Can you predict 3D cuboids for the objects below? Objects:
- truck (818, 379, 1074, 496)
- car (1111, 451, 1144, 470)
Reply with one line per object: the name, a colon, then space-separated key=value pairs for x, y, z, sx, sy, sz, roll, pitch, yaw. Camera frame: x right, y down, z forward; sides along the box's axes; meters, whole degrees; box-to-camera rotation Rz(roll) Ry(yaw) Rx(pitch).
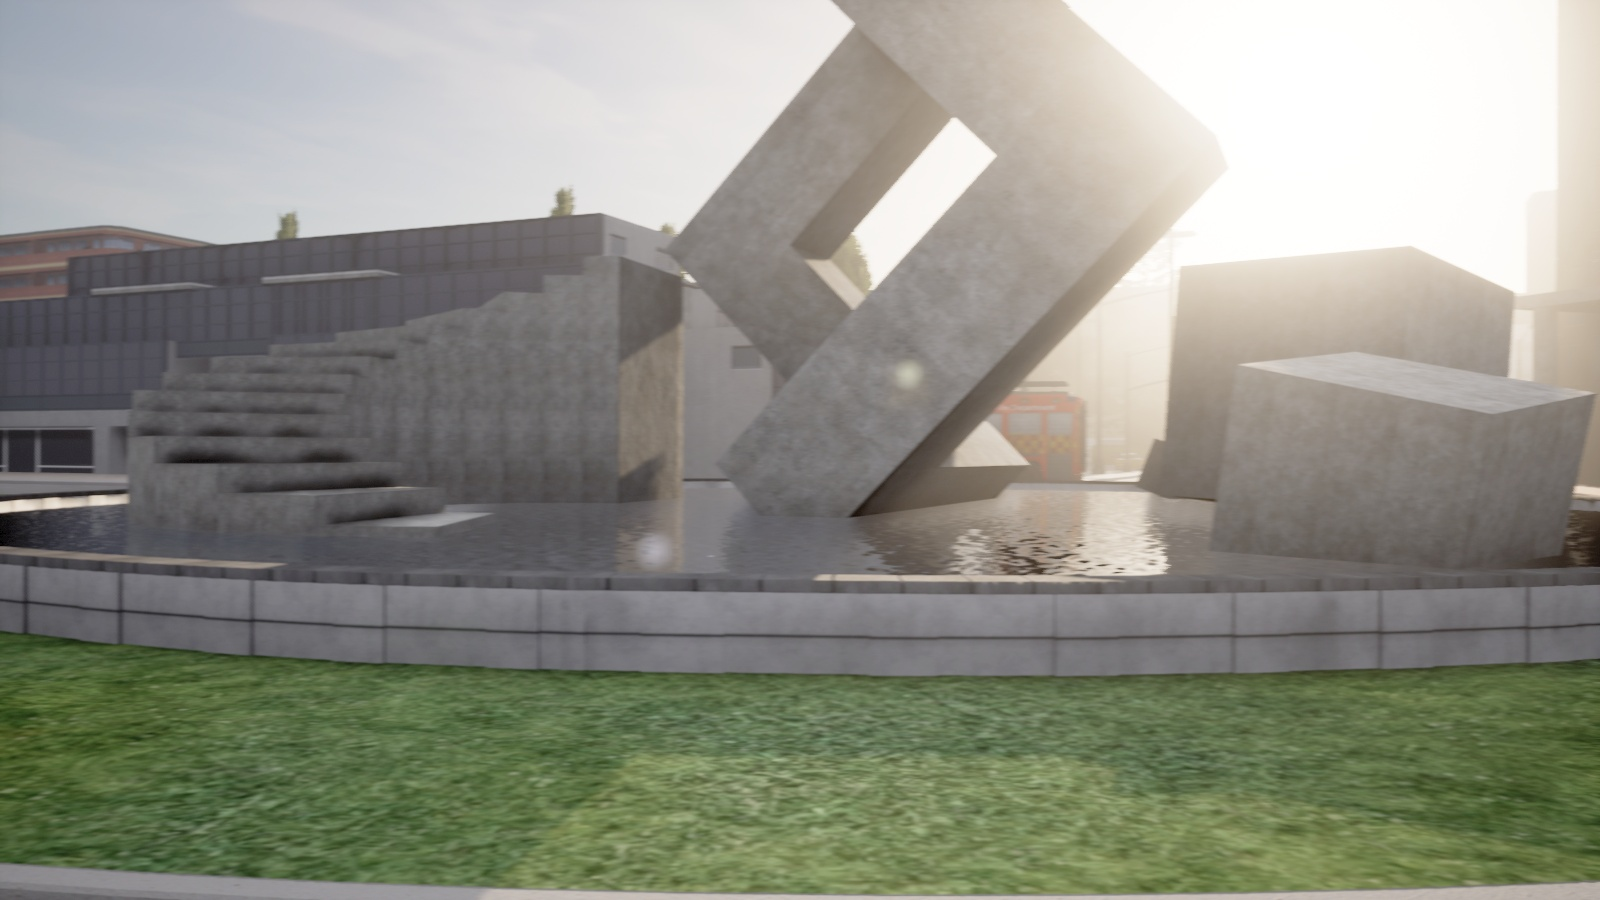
truck: x=5.097 y=-0.419 z=43.686 sx=8.468 sy=3.827 sz=2.891 roll=0 pitch=0 yaw=17
car: x=24.938 y=0.797 z=95.661 sx=2.207 sy=1.376 sz=1.481 roll=0 pitch=0 yaw=5
